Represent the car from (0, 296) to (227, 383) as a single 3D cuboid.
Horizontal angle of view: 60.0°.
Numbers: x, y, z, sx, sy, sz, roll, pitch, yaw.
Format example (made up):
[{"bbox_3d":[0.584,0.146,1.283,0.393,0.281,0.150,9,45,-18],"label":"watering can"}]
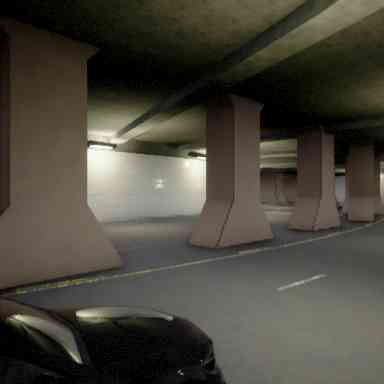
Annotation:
[{"bbox_3d":[-1.865,1.519,2.410,4.674,1.442,1.812,0,0,-36],"label":"car"}]
